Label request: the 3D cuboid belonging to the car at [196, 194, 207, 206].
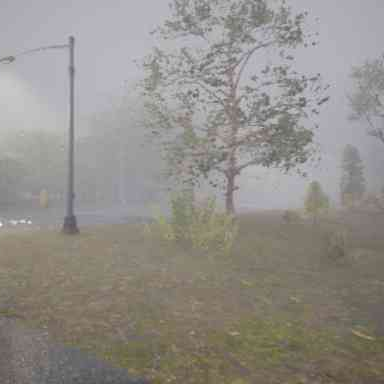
[{"bbox_3d":[0.913,1.401,49.065,2.150,2.045,5.566,0,1,36],"label":"car"}]
